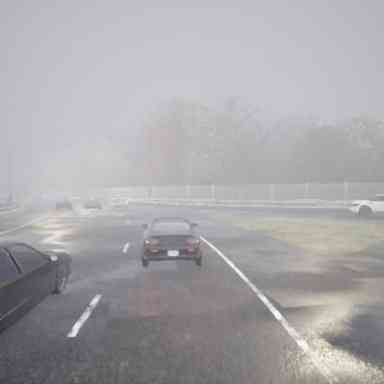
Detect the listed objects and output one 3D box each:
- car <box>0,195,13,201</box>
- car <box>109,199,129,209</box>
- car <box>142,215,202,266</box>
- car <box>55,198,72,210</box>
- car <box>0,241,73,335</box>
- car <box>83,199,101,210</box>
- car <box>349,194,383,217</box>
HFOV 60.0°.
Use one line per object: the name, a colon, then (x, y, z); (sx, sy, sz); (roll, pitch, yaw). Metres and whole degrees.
car: (-47.559, 1.529, 82.935); (4.902, 1.511, 2.128); (0, 0, 36)
car: (-10.186, 1.646, 45.994); (1.895, 1.301, 4.718); (0, 0, -25)
car: (-0.752, 1.530, 11.497); (1.812, 1.442, 4.674); (0, 0, -6)
car: (-16.967, 1.562, 43.980); (2.128, 1.511, 4.902); (0, 0, -25)
car: (-3.683, 1.562, 5.690); (2.033, 1.411, 5.357); (0, 0, -3)
car: (-13.503, 1.621, 44.828); (1.994, 1.385, 4.181); (0, 0, -25)
car: (17.022, 1.167, 29.557); (5.566, 2.045, 2.150); (0, 0, 14)
